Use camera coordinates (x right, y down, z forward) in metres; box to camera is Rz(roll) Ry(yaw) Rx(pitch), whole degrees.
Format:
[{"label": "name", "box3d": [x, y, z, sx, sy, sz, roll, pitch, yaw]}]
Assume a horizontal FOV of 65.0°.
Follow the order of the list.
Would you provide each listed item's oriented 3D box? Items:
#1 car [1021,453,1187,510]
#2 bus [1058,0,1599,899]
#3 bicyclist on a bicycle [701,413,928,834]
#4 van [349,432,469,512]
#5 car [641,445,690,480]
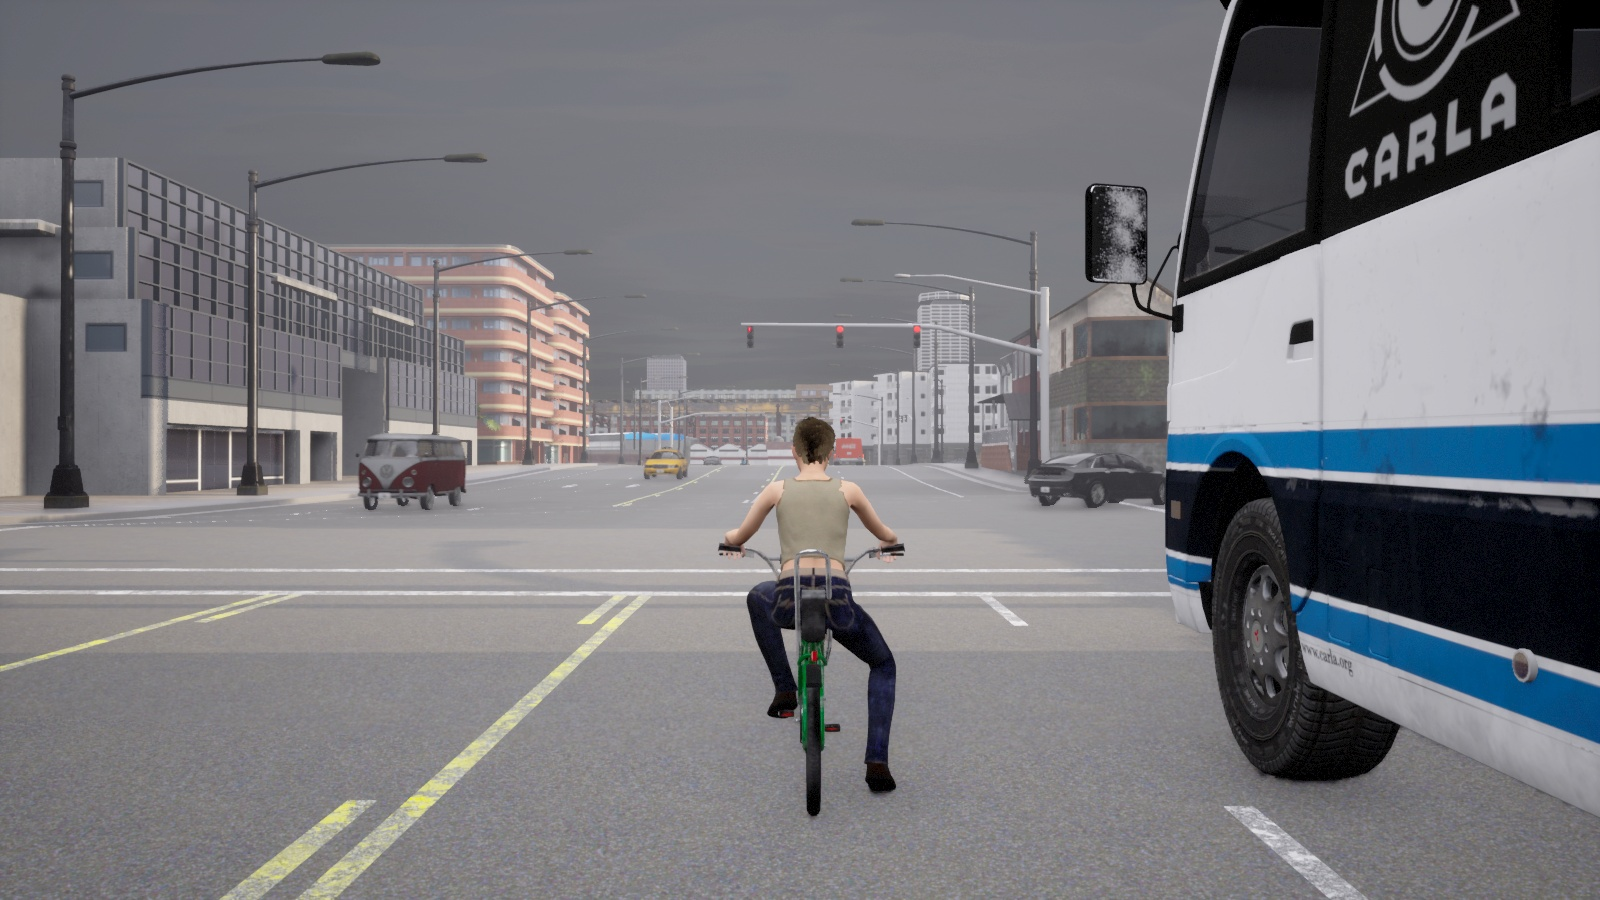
[{"label": "car", "box3d": [8.517, 0.826, 34.954, 4.892, 1.490, 1.837, 0, 0, -37]}, {"label": "bus", "box3d": [3.564, -0.636, 2.680, 3.944, 4.253, 10.273, 0, 0, 0]}, {"label": "bicyclist on a bicycle", "box3d": [0.053, 0.663, 5.561, 0.866, 1.612, 1.509, 0, 0, 0]}, {"label": "van", "box3d": [-10.295, 0.545, 33.412, 1.775, 1.987, 4.442, 0, 0, 0]}, {"label": "car", "box3d": [-6.629, 0.591, 62.425, 1.801, 1.575, 5.366, 0, 1, 0]}]
